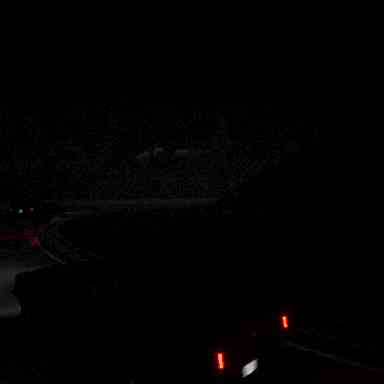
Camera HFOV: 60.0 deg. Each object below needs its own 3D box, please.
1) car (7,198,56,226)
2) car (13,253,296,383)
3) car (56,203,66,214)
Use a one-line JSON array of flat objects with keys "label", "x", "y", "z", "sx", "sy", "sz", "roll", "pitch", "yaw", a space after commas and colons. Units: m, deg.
[{"label": "car", "x": -12.520, "y": 1.461, "z": 25.907, "sx": 2.150, "sy": 2.045, "sz": 5.566, "roll": 0, "pitch": 0, "yaw": -12}, {"label": "car", "x": -0.996, "y": 1.649, "z": 5.158, "sx": 4.718, "sy": 1.301, "sz": 1.895, "roll": 0, "pitch": -1, "yaw": 42}, {"label": "car", "x": -16.191, "y": 1.916, "z": 38.254, "sx": 1.994, "sy": 1.385, "sz": 4.181, "roll": 0, "pitch": -1, "yaw": 6}]
